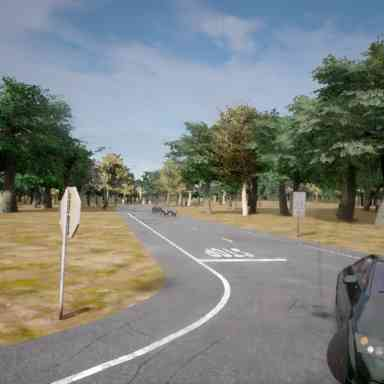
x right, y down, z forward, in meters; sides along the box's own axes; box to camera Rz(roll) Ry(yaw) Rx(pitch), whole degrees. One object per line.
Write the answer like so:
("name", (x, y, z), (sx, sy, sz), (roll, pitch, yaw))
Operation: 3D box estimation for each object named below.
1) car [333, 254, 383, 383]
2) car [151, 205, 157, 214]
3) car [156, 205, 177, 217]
("car", (3.137, 1.643, 4.667), (1.994, 1.385, 4.181), (1, -1, 22))
("car", (-5.783, 2.960, 56.904), (1.882, 1.535, 5.008), (3, -2, -14))
("car", (-3.514, 2.849, 48.061), (1.895, 1.301, 4.718), (3, -2, -13))
